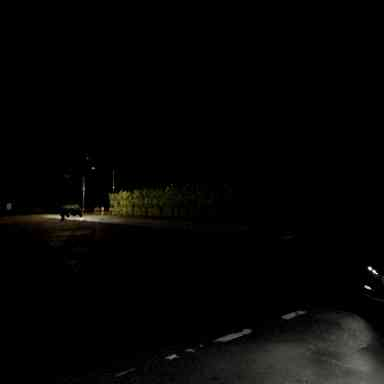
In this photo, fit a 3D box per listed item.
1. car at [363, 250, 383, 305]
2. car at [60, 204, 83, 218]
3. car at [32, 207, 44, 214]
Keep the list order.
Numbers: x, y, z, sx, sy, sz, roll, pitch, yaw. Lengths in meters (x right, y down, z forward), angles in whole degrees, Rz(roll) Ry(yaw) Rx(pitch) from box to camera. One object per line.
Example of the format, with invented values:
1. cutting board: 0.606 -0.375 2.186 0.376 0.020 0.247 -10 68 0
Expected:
1. car: 5.409 1.402 6.834 4.902 1.511 2.128 -1 0 -36
2. car: -18.276 2.798 50.294 2.150 2.045 5.566 0 -3 -35
3. car: -39.109 4.571 84.239 2.097 1.767 4.553 0 -3 -35
